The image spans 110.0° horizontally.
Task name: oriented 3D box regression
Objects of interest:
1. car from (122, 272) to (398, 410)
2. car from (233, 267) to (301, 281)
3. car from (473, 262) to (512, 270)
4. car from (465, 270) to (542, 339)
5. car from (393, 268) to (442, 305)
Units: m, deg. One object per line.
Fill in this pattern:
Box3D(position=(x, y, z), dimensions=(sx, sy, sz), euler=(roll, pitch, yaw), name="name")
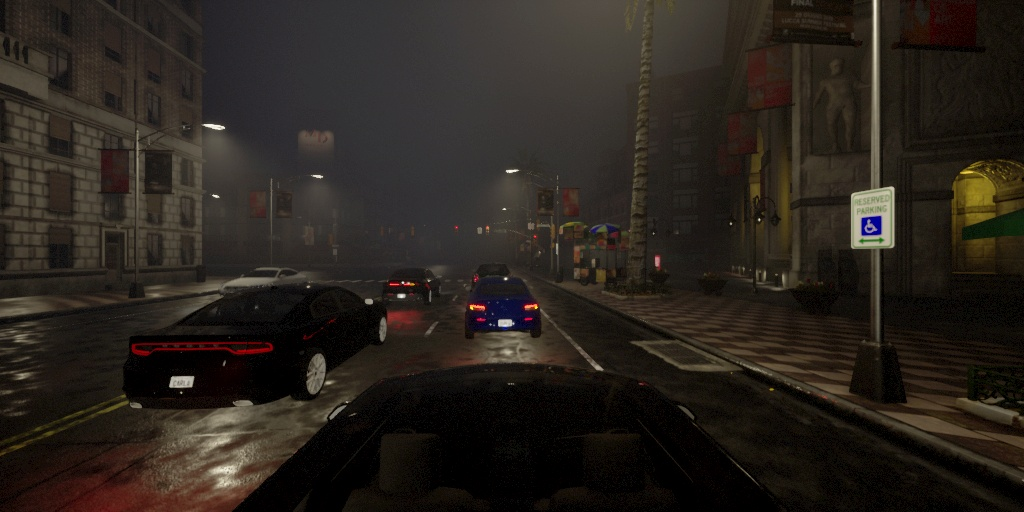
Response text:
Box3D(position=(-3.738, 1.228, 6.402), dimensions=(1.882, 1.535, 5.008), euler=(0, 0, -3), name="car")
Box3D(position=(-11.504, 1.275, 17.046), dimensions=(1.812, 1.442, 4.674), euler=(0, 0, -3), name="car")
Box3D(position=(-1.022, 1.102, 18.900), dimensions=(2.097, 1.767, 4.553), euler=(0, 0, -4), name="car")
Box3D(position=(-0.325, 1.276, 10.003), dimensions=(1.812, 1.442, 4.674), euler=(0, 0, -4), name="car")
Box3D(position=(-4.305, 1.255, 15.882), dimensions=(1.837, 1.490, 4.892), euler=(0, 0, -4), name="car")
